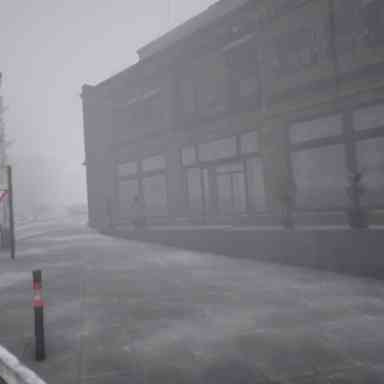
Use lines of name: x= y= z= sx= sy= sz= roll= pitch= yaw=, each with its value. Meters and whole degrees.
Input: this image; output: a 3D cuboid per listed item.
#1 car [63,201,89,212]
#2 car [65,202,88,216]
car: x=-20.267 y=2.502 z=58.320 sx=1.882 sy=1.535 sz=5.008 roll=-5 pitch=1 yaw=13
car: x=-13.875 y=2.123 z=40.485 sx=1.994 sy=1.385 sz=4.181 roll=-2 pitch=-1 yaw=-30
